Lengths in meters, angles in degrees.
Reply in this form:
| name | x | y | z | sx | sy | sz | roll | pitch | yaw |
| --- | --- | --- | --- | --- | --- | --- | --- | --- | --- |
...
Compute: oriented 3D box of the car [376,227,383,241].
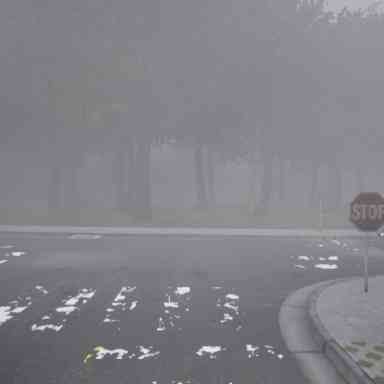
| name | x | y | z | sx | sy | sz | roll | pitch | yaw |
| --- | --- | --- | --- | --- | --- | --- | --- | --- | --- |
| car | 10.339 | 1.531 | 13.826 | 4.892 | 1.490 | 1.837 | 0 | 1 | 0 |
